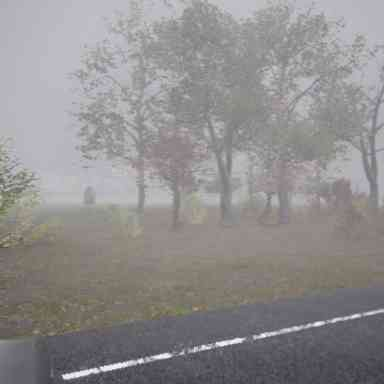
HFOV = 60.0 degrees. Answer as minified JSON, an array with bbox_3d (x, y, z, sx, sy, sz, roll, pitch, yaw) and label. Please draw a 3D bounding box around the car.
[{"bbox_3d":[-3.375,1.608,1.502,5.357,1.411,2.033,0,-2,-25],"label":"car"}]
